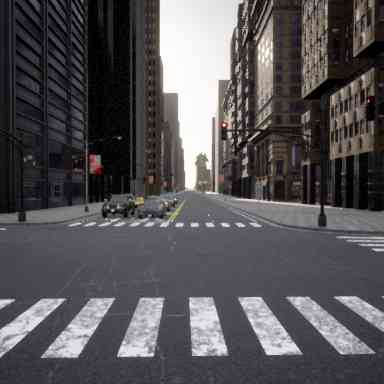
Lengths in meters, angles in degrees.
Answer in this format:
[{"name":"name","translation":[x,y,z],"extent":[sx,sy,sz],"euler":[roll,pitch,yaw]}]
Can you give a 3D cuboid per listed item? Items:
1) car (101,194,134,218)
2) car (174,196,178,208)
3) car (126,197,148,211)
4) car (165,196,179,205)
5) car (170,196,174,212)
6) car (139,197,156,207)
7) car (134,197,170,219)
[{"name":"car","translation":[-6.654,1.190,30.658],"extent":[2.150,2.045,5.566],"euler":[0,0,0]},{"name":"car","translation":[-3.444,1.502,48.061],"extent":[1.994,1.385,4.181],"euler":[0,0,-1]},{"name":"car","translation":[-6.664,1.428,40.663],"extent":[1.882,1.535,5.008],"euler":[0,0,0]},{"name":"car","translation":[-3.422,1.465,58.478],"extent":[2.033,1.411,5.357],"euler":[0,0,0]},{"name":"car","translation":[-3.418,1.481,38.036],"extent":[1.812,1.442,4.674],"euler":[0,0,0]},{"name":"car","translation":[-6.688,1.497,50.553],"extent":[1.994,1.385,4.181],"euler":[0,0,0]},{"name":"car","translation":[-3.399,1.323,29.054],"extent":[2.097,1.767,4.553],"euler":[0,0,0]}]
